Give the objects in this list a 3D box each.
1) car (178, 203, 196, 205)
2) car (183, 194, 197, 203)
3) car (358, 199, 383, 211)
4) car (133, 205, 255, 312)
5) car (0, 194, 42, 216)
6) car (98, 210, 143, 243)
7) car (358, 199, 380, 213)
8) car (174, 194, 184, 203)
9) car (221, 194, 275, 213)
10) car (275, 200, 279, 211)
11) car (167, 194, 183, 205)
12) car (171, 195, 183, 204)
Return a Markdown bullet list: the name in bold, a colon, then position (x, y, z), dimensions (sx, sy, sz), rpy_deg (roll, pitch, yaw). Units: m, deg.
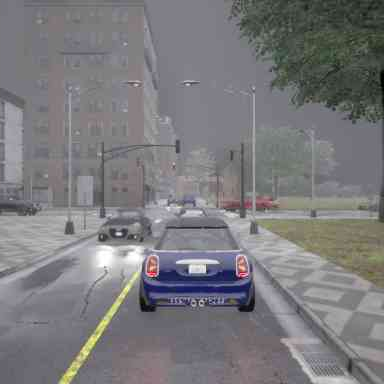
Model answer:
- **car**: position (0.019, 1.537, 17.550), dimensions (1.812, 1.442, 4.674), rpy_deg (0, 0, 1)
- **car**: position (-0.430, 1.299, 56.342), dimensions (2.150, 2.045, 5.566), rpy_deg (0, 0, 2)
- **car**: position (23.592, 1.600, 41.180), dimensions (4.902, 1.511, 2.128), rpy_deg (0, -1, 0)
- **car**: position (0.094, 1.355, 7.877), dimensions (2.097, 1.767, 4.553), rpy_deg (0, 0, 0)
- **car**: position (-17.133, 1.190, 31.120), dimensions (5.566, 2.045, 2.150), rpy_deg (0, -1, 0)
- **car**: position (-3.073, 1.574, 15.970), dimensions (1.994, 1.385, 4.181), rpy_deg (0, 0, 0)
- **car**: position (21.254, 1.635, 37.923), dimensions (4.181, 1.385, 1.994), rpy_deg (0, -1, 0)
- **car**: position (-2.915, 1.374, 76.118), dimensions (2.150, 2.045, 5.566), rpy_deg (0, 0, 0)
- **car**: position (5.966, 1.269, 37.450), dimensions (5.566, 2.045, 2.150), rpy_deg (0, -1, -7)
- **car**: position (8.405, 1.447, 41.299), dimensions (4.553, 1.767, 2.097), rpy_deg (0, -1, 3)
- **car**: position (-2.976, 1.298, 55.732), dimensions (2.150, 2.045, 5.566), rpy_deg (0, 0, -2)
- **car**: position (-2.926, 1.461, 65.529), dimensions (2.097, 1.767, 4.553), rpy_deg (0, 0, 0)
